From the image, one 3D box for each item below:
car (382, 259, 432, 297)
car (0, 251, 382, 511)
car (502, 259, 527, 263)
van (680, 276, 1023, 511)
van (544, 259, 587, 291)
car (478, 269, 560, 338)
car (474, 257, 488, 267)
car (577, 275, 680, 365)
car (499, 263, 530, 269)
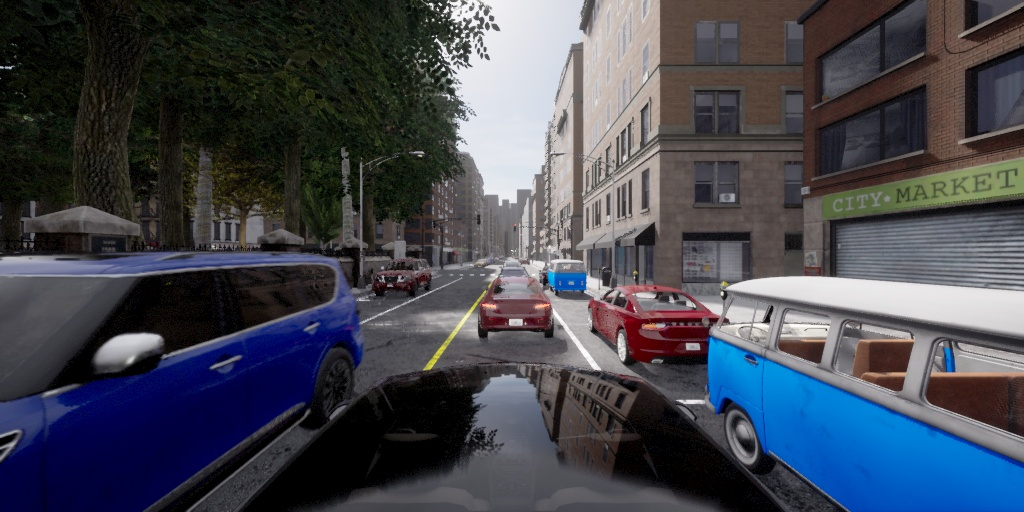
[{"bbox_3d":[-5.658,1.059,19.177,2.192,1.841,5.009,0,0,0],"label":"car"},{"bbox_3d":[-3.100,0.971,2.696,2.150,2.045,5.566,0,0,0],"label":"car"},{"bbox_3d":[0.020,1.242,29.417,1.837,1.490,4.892,0,0,0],"label":"car"},{"bbox_3d":[2.857,1.091,2.230,1.690,1.789,3.998,0,0,0],"label":"van"},{"bbox_3d":[2.867,1.086,19.212,1.690,1.789,3.998,0,0,0],"label":"van"},{"bbox_3d":[0.100,1.274,10.093,1.812,1.442,4.674,0,0,0],"label":"car"},{"bbox_3d":[-5.633,1.229,62.696,1.751,1.417,4.829,0,0,0],"label":"car"},{"bbox_3d":[2.860,1.294,7.891,1.888,1.381,4.507,0,0,0],"label":"car"},{"bbox_3d":[0.107,1.292,19.672,2.033,1.411,5.357,0,0,1],"label":"car"}]
